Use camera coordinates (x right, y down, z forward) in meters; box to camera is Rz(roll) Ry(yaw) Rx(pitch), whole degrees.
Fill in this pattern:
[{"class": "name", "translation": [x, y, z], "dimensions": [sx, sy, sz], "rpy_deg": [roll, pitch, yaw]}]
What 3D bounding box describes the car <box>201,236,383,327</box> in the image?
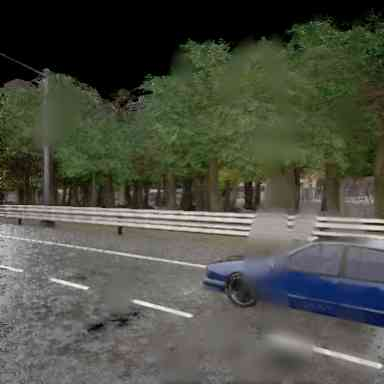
[{"class": "car", "translation": [2.814, 1.549, 6.163], "dimensions": [5.357, 1.411, 2.033], "rpy_deg": [0, 0, 36]}]
